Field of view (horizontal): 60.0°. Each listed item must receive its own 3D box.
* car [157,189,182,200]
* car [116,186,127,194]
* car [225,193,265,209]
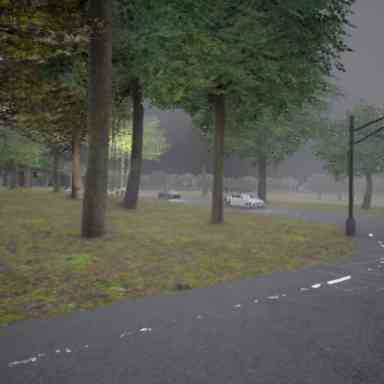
[{"bbox_3d":[-3.137,0.318,46.121,1.994,1.385,4.181,1,1,-32],"label":"car"},{"bbox_3d":[-12.565,-0.326,61.366,1.812,1.442,4.674,1,1,-32],"label":"car"},{"bbox_3d":[5.167,0.867,32.848,1.812,1.442,4.674,1,2,-32],"label":"car"}]
